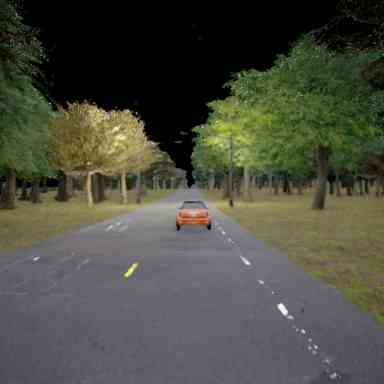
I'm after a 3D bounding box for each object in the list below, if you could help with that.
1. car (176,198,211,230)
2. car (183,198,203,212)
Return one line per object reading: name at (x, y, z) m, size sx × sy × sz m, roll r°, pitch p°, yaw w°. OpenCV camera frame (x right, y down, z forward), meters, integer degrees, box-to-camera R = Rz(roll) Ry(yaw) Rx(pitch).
car at (0.103, 1.346, 21.385) m, size 2.097 × 1.767 × 4.553 m, roll 0°, pitch 0°, yaw 0°
car at (0.105, 1.462, 38.622) m, size 2.128 × 1.511 × 4.902 m, roll 0°, pitch 0°, yaw 0°
